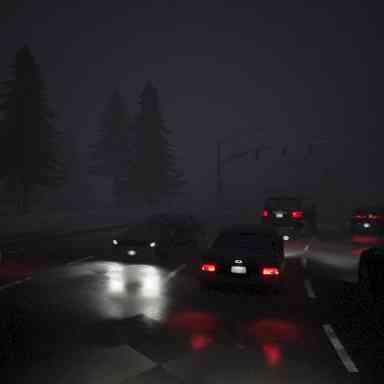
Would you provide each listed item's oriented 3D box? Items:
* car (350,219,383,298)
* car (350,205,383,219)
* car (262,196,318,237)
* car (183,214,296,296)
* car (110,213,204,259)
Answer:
[{"bbox_3d":[4.420,1.492,5.626,2.128,1.511,4.902,0,0,9],"label":"car"},{"bbox_3d":[10.521,1.503,19.424,1.837,1.490,4.892,0,-1,34],"label":"car"},{"bbox_3d":[5.475,1.222,18.308,2.150,2.045,5.566,0,0,28],"label":"car"},{"bbox_3d":[1.539,1.548,8.858,2.033,1.411,5.357,0,0,15],"label":"car"},{"bbox_3d":[-0.994,1.549,13.064,2.033,1.411,5.357,0,0,21],"label":"car"}]
